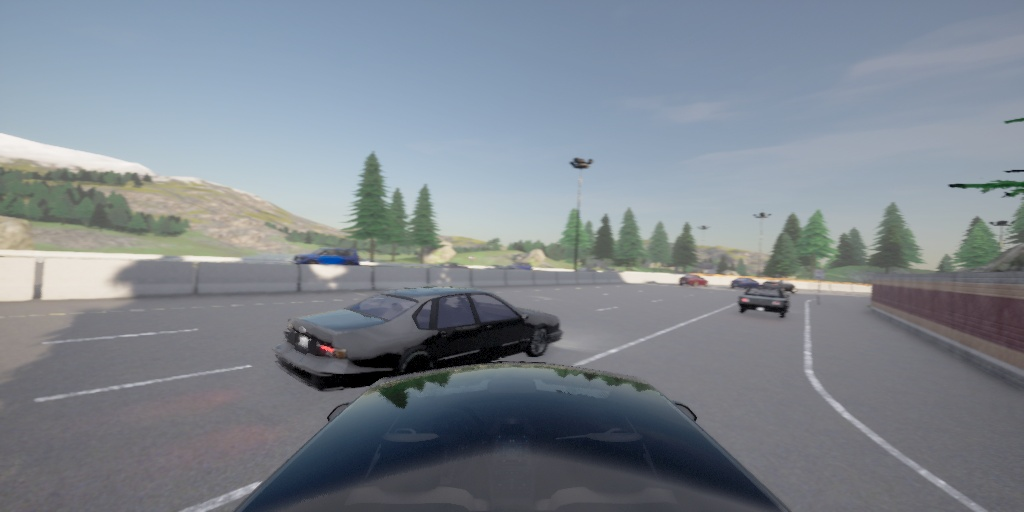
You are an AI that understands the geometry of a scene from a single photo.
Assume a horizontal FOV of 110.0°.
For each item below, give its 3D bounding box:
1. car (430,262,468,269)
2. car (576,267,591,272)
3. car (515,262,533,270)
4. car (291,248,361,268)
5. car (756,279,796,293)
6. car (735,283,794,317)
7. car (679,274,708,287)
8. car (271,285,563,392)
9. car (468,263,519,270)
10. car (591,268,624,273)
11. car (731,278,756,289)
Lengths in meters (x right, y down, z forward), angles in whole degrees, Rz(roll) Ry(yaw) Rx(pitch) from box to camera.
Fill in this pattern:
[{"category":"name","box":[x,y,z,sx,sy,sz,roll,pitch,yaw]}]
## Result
[{"category":"car","box":[-5.935,1.259,34.174,1.994,1.385,4.181,3,-1,40]},{"category":"car","box":[10.693,2.386,52.583,4.674,1.442,1.812,4,-1,-41]},{"category":"car","box":[1.117,1.645,53.287,4.553,1.767,2.097,4,-1,-45]},{"category":"car","box":[-16.546,0.263,32.270,2.150,2.045,5.566,3,-1,39]},{"category":"car","box":[30.153,3.404,40.454,4.902,1.511,2.128,4,-1,-32]},{"category":"car","box":[13.138,2.293,18.578,1.895,1.301,4.718,3,-1,40]},{"category":"car","box":[21.958,2.975,43.376,4.674,1.442,1.812,4,-1,-37]},{"category":"car","box":[-1.144,1.274,6.627,2.033,1.411,5.357,3,-1,39]},{"category":"car","box":[-1.681,1.510,33.833,1.994,1.385,4.181,3,-1,40]},{"category":"car","box":[14.054,2.539,50.877,4.902,1.511,2.128,4,-1,-39]},{"category":"car","box":[28.492,3.368,43.614,4.674,1.442,1.812,4,-1,-31]}]
